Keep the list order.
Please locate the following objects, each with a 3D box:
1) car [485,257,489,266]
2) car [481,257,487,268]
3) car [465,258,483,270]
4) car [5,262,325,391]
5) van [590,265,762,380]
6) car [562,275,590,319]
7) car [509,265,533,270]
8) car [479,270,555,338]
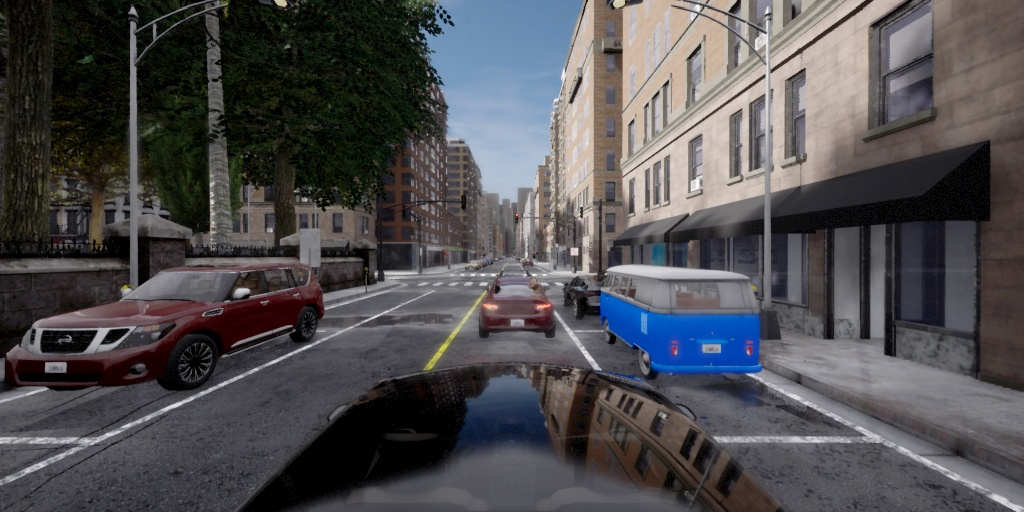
[{"bbox_3d":[-5.540,1.265,61.555,1.888,1.381,4.507,0,0,0],"label":"car"},{"bbox_3d":[-5.552,1.271,56.104,2.007,1.370,4.403,0,0,0],"label":"car"},{"bbox_3d":[-5.564,1.248,50.483,1.751,1.417,4.829,0,0,0],"label":"car"},{"bbox_3d":[-5.657,1.064,6.965,2.192,1.841,5.009,0,0,0],"label":"car"},{"bbox_3d":[2.867,1.090,6.986,1.690,1.789,3.998,0,0,0],"label":"van"},{"bbox_3d":[2.880,1.313,12.647,1.948,1.339,4.313,0,0,0],"label":"car"},{"bbox_3d":[0.112,1.345,18.849,1.895,1.301,4.718,0,0,-1],"label":"car"},{"bbox_3d":[0.123,1.274,10.027,1.812,1.442,4.674,0,0,0],"label":"car"}]
